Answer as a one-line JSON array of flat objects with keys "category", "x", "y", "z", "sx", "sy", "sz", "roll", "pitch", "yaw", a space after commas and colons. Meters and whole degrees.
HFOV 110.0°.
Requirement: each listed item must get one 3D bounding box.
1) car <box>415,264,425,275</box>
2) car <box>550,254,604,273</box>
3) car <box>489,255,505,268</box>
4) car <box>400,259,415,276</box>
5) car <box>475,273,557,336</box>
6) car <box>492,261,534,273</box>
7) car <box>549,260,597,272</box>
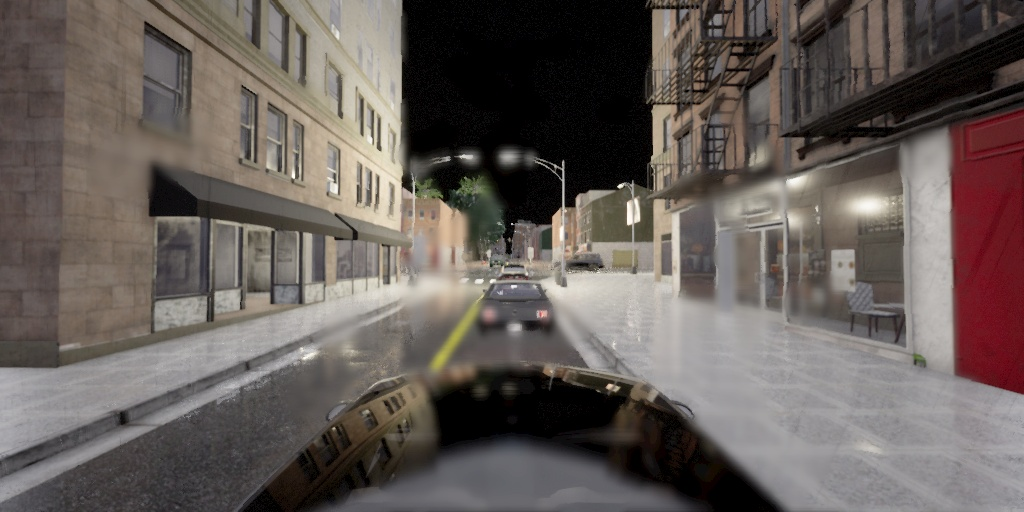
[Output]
[{"category": "car", "x": -11.202, "y": 1.048, "z": 36.471, "sx": 4.553, "sy": 1.767, "sz": 2.097, "roll": 0, "pitch": -1, "yaw": 0}, {"category": "car", "x": 7.396, "y": 0.818, "z": 40.080, "sx": 5.566, "sy": 2.045, "sz": 2.150, "roll": -1, "pitch": -1, "yaw": 0}, {"category": "car", "x": -2.493, "y": 0.821, "z": 58.823, "sx": 2.150, "sy": 2.045, "sz": 5.566, "roll": 0, "pitch": 0, "yaw": 0}, {"category": "car", "x": -11.994, "y": 1.124, "z": 33.104, "sx": 4.902, "sy": 1.511, "sz": 2.128, "roll": 0, "pitch": -1, "yaw": 3}, {"category": "car", "x": 0.105, "y": 1.339, "z": 10.302, "sx": 1.895, "sy": 1.301, "sz": 4.718, "roll": 0, "pitch": 0, "yaw": 0}, {"category": "car", "x": 0.125, "y": 1.224, "z": 19.566, "sx": 1.837, "sy": 1.490, "sz": 4.892, "roll": 0, "pitch": 0, "yaw": 1}, {"category": "car", "x": 7.279, "y": 1.210, "z": 43.324, "sx": 5.357, "sy": 1.411, "sz": 2.033, "roll": -1, "pitch": -1, "yaw": -1}]
